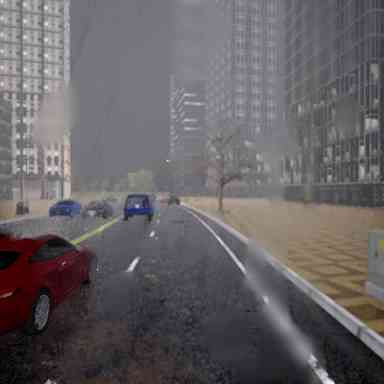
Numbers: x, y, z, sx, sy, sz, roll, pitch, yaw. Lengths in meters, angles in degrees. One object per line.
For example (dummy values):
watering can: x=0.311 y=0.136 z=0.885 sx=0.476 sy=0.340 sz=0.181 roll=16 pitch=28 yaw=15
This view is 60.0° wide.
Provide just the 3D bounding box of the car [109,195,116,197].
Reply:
car: x=-16.829 y=1.347 z=70.460 sx=2.033 sy=1.411 sz=5.357 roll=0 pitch=0 yaw=-11

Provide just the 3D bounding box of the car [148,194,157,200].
car: x=-10.170 y=1.184 z=85.988 sx=1.812 sy=1.442 sz=4.674 roll=0 pitch=0 yaw=-14

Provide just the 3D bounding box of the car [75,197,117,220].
car: x=-7.745 y=1.430 z=27.557 sx=2.128 sy=1.511 sz=4.902 roll=0 pitch=0 yaw=-5

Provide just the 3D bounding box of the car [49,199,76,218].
car: x=-11.178 y=1.415 z=29.709 sx=1.882 sy=1.535 sz=5.008 roll=0 pitch=0 yaw=-5

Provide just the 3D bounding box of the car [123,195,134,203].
car: x=-13.153 y=1.359 z=68.625 sx=2.128 sy=1.511 sz=4.902 roll=0 pitch=0 yaw=-11

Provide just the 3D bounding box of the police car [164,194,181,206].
police car: x=-2.972 y=1.296 z=53.310 sx=1.930 sy=1.638 sz=5.238 roll=0 pitch=0 yaw=-8

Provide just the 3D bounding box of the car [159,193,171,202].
car: x=-5.650 y=1.190 z=69.200 sx=2.097 sy=1.767 sz=4.553 roll=0 pitch=0 yaw=-11

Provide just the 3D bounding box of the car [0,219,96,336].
car: x=-3.276 y=1.512 z=6.492 sx=1.812 sy=1.442 sz=4.674 roll=0 pitch=0 yaw=-1

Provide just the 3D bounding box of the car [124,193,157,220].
car: x=-4.260 y=1.156 z=27.306 sx=2.150 sy=2.045 sz=5.566 roll=0 pitch=0 yaw=-4

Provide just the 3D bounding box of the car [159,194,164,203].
car: x=-4.557 y=1.202 z=63.203 sx=2.097 sy=1.767 sz=4.553 roll=0 pitch=0 yaw=-10
